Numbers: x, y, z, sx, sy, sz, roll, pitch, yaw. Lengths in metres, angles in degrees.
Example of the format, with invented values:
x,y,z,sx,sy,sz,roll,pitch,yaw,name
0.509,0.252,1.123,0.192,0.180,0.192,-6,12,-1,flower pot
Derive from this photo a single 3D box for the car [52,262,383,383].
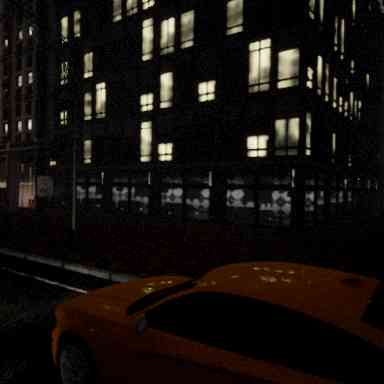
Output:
x,y,z,sx,sy,sz,roll,pitch,yaw,name
0.642,1.461,3.230,5.008,1.535,1.882,1,1,36,car
